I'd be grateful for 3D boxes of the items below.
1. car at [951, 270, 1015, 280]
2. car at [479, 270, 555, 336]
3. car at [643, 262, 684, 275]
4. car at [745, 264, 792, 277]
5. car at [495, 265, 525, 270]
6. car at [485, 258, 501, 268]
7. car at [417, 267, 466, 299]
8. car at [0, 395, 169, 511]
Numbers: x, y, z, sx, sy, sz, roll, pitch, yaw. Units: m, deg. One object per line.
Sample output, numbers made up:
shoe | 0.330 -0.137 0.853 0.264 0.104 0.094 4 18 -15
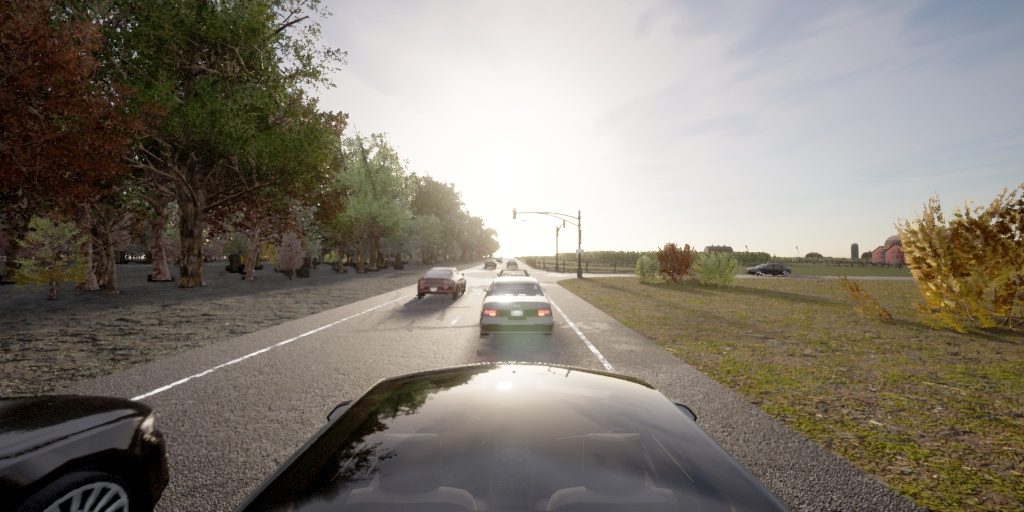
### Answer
car | 51.394 1.909 38.858 4.718 1.301 1.895 1 -1 1
car | 0.090 1.300 10.368 2.033 1.411 5.357 0 0 0
car | 17.973 1.496 42.642 4.902 1.511 2.128 1 -1 1
car | 30.351 1.644 42.571 4.892 1.490 1.837 1 -1 0
car | 0.086 1.355 20.017 1.895 1.301 4.718 0 0 0
car | -3.439 1.247 58.888 2.128 1.511 4.902 0 0 0
car | -3.412 1.279 17.898 1.812 1.442 4.674 0 0 0
car | -3.399 1.241 0.563 2.128 1.511 4.902 0 0 0
